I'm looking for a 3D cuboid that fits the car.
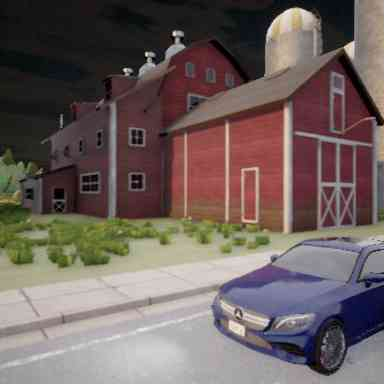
[{"bbox_3d":[2.493,1.547,5.739,4.674,1.442,1.812,0,0,-35],"label":"car"}]
